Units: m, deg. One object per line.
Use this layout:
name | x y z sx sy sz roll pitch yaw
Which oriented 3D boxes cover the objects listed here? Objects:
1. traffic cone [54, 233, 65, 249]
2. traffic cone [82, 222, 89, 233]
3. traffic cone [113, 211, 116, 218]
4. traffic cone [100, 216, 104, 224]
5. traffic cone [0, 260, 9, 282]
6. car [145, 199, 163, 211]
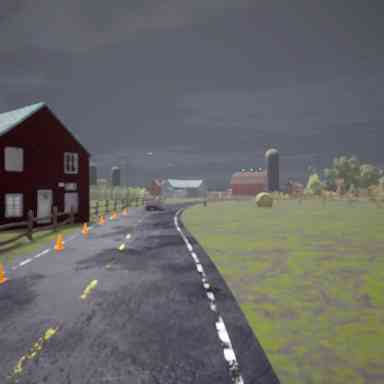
traffic cone | -5.315 1.959 13.357 0.340 0.580 0.340 0 0 -6
traffic cone | -5.871 1.958 18.298 0.340 0.580 0.340 0 0 -6
traffic cone | -6.645 1.955 28.436 0.340 0.580 0.340 0 0 -2
traffic cone | -6.345 1.956 23.360 0.340 0.580 0.340 0 0 -4
traffic cone | -4.913 1.960 8.457 0.340 0.580 0.340 0 0 -4
car | -4.581 1.541 40.667 2.033 1.411 5.357 0 0 0
